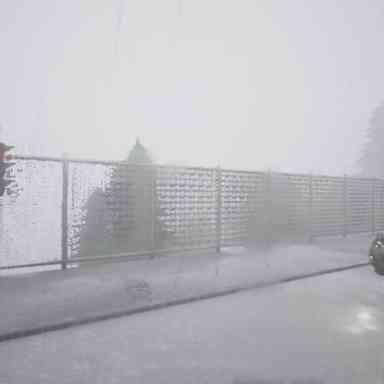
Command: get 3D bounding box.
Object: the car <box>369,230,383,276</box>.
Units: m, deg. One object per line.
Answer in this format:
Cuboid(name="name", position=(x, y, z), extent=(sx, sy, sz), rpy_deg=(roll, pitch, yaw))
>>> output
Cuboid(name="car", position=(7.429, 1.368, 9.570), extent=(5.566, 2.045, 2.150), rpy_deg=(1, -1, -34))
